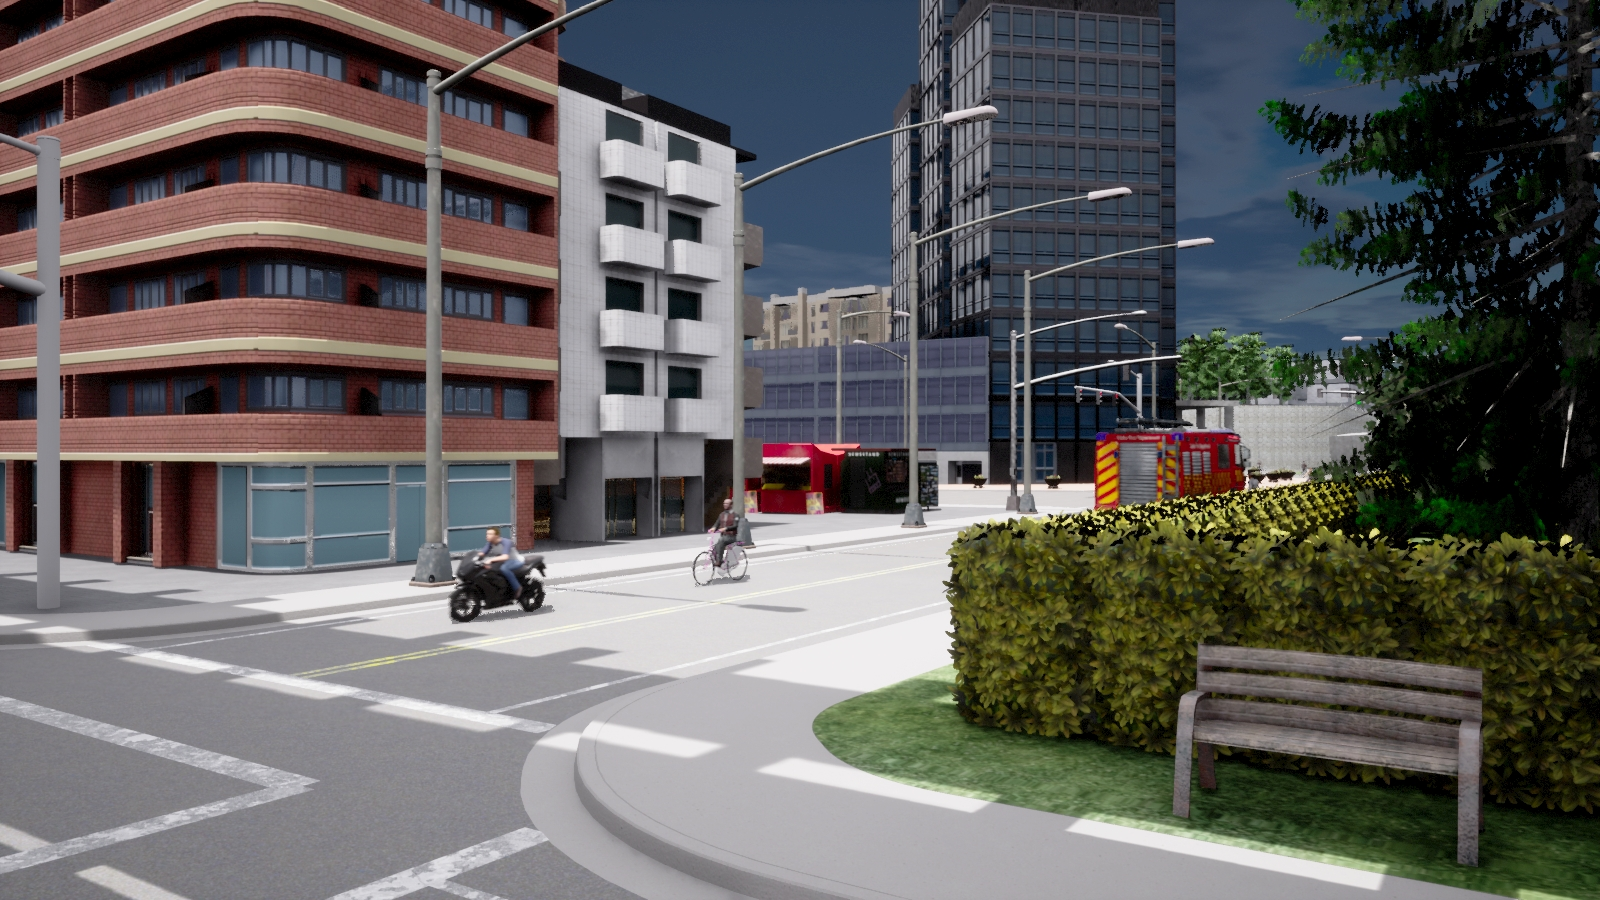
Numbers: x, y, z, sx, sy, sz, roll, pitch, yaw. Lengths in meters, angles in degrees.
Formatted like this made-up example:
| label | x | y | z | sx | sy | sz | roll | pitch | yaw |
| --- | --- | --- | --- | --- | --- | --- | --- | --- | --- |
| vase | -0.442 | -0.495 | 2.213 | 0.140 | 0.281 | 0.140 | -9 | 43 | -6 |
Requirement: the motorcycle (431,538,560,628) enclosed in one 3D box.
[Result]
| label | x | y | z | sx | sy | sz | roll | pitch | yaw |
| --- | --- | --- | --- | --- | --- | --- | --- | --- | --- |
| motorcycle | -5.034 | 2.172 | 19.019 | 0.803 | 1.224 | 2.033 | 0 | 0 | 35 |

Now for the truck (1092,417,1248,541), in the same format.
| label | x | y | z | sx | sy | sz | roll | pitch | yaw |
| --- | --- | --- | --- | --- | --- | --- | --- | --- | --- |
| truck | 12.958 | 0.891 | 39.429 | 2.891 | 3.827 | 8.468 | 0 | 0 | 34 |

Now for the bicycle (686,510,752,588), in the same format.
| label | x | y | z | sx | sy | sz | roll | pitch | yaw |
| --- | --- | --- | --- | --- | --- | --- | --- | --- | --- |
| bicycle | -1.674 | 2.048 | 23.930 | 0.329 | 1.496 | 1.835 | 0 | 0 | 34 |

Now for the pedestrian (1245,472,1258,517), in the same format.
| label | x | y | z | sx | sy | sz | roll | pitch | yaw |
| --- | --- | --- | --- | --- | --- | --- | --- | --- | --- |
| pedestrian | 18.734 | 1.848 | 47.397 | 0.375 | 1.860 | 0.375 | 0 | 0 | -26 |
